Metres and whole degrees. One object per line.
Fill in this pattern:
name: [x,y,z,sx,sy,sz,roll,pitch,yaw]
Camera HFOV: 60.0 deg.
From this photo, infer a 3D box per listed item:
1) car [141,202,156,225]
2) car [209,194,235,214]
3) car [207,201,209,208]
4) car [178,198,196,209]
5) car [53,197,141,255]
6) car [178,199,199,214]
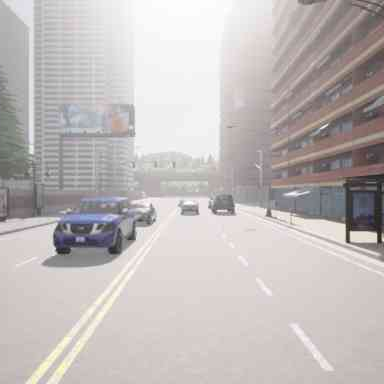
car: [-3.707,1.492,24.158,2.128,1.511,4.902,0,0,0]
car: [3.293,1.221,35.879,2.150,2.045,5.566,0,0,0]
car: [3.173,1.547,46.065,2.033,1.411,5.357,0,0,0]
car: [-0.809,1.601,47.756,1.895,1.301,4.718,0,0,-9]
car: [-3.693,1.224,13.700,2.150,2.045,5.566,0,0,0]
car: [-0.206,1.548,35.347,2.033,1.411,5.357,0,0,0]
